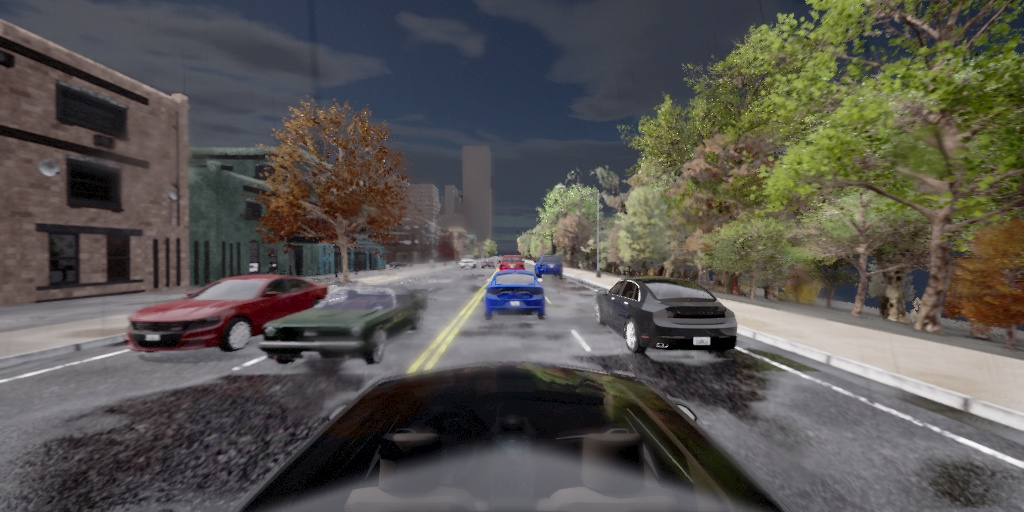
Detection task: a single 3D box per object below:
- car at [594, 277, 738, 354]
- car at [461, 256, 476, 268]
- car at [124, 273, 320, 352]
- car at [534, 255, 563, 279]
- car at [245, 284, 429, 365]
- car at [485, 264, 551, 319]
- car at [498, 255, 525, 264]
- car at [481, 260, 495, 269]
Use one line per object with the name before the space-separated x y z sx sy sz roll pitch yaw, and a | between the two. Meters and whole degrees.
car | 3.352 1.254 8.749 1.837 1.490 4.892 0 0 0
car | -7.087 0.963 58.962 2.150 2.045 5.566 0 0 -1
car | -6.599 1.226 9.086 1.882 1.535 5.008 0 0 0
car | 3.200 0.967 31.969 2.150 2.045 5.566 0 0 -1
car | -3.348 1.350 8.186 1.895 1.301 4.718 0 0 0
car | 0.104 1.226 12.801 1.882 1.535 5.008 0 0 0
car | -0.049 0.967 31.910 2.150 2.045 5.566 0 0 -1
car | -3.832 1.309 58.047 1.994 1.385 4.181 0 0 -1
